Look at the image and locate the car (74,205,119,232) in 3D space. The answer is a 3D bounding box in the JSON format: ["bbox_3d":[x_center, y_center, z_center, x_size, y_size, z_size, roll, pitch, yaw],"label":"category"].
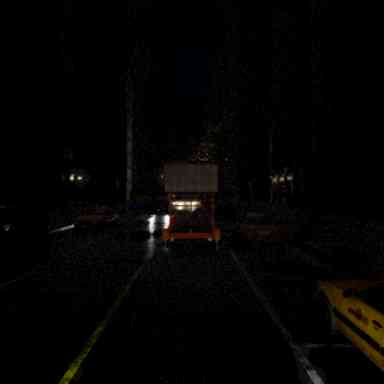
[{"bbox_3d":[-5.713,1.525,20.308,1.752,1.417,4.829,0,0,1],"label":"car"}]

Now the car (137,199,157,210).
[{"bbox_3d":[-5.767,1.579,43.071,1.947,1.339,4.313,0,0,0],"label":"car"}]

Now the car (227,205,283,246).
[{"bbox_3d":[2.833,1.526,15.083,1.752,1.417,4.829,0,0,1],"label":"car"}]

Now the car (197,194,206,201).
[{"bbox_3d":[2.636,1.465,93.833,2.192,1.841,5.009,0,0,0],"label":"car"}]

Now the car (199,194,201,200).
[{"bbox_3d":[2.732,1.351,54.356,2.192,1.841,5.009,0,0,0],"label":"car"}]

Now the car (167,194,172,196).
[{"bbox_3d":[-5.834,1.655,71.266,1.802,1.307,4.206,0,0,0],"label":"car"}]

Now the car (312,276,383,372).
[{"bbox_3d":[2.853,1.527,3.770,1.752,1.417,4.829,0,0,0],"label":"car"}]

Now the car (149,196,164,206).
[{"bbox_3d":[-5.794,1.475,54.349,1.967,1.590,4.097,0,0,0],"label":"car"}]

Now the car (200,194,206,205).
[{"bbox_3d":[2.745,1.339,48.717,2.192,1.841,5.009,0,0,0],"label":"car"}]

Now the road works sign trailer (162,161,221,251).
[{"bbox_3d":[-0.031,0.466,14.186,2.380,3.560,2.880,0,0,0],"label":"road works sign trailer"}]

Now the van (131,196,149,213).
[{"bbox_3d":[-5.752,1.347,37.432,1.690,1.788,3.998,0,0,0],"label":"van"}]

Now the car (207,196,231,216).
[{"bbox_3d":[2.786,1.442,31.799,1.967,1.590,4.097,0,0,0],"label":"car"}]

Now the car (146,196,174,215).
[{"bbox_3d":[-3.174,1.507,34.077,1.837,1.490,4.892,0,0,0],"label":"car"}]

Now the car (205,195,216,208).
[{"bbox_3d":[2.772,1.447,37.437,1.967,1.590,4.097,0,0,0],"label":"car"}]

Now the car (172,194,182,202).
[{"bbox_3d":[-3.178,1.552,76.129,1.895,1.301,4.718,0,0,0],"label":"car"}]

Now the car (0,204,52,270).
[{"bbox_3d":[-5.686,1.317,9.240,2.192,1.841,5.009,0,0,0],"label":"car"}]

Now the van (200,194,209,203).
[{"bbox_3d":[2.692,1.415,71.275,1.690,1.788,3.998,0,0,0],"label":"van"}]

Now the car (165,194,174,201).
[{"bbox_3d":[-5.876,1.440,88.182,2.192,1.841,5.009,0,0,0],"label":"car"}]

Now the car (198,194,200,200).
[{"bbox_3d":[2.705,1.501,65.635,1.967,1.590,4.097,0,0,0],"label":"car"}]

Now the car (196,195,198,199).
[{"bbox_3d":[2.664,1.686,82.554,1.802,1.307,4.206,0,0,0],"label":"car"}]

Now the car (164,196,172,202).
[{"bbox_3d":[-5.861,1.628,82.374,1.752,1.417,4.829,0,0,0],"label":"car"}]
